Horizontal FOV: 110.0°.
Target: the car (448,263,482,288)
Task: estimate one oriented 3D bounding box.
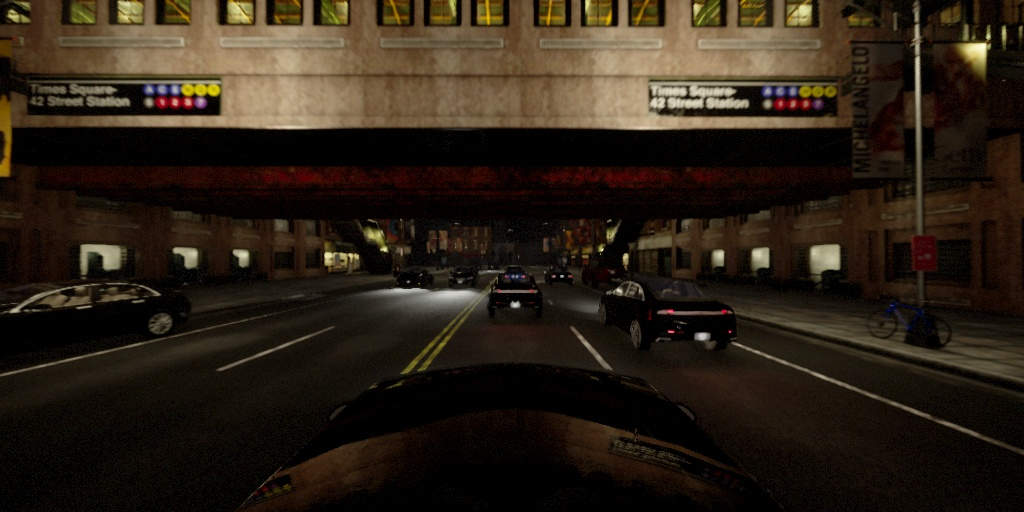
[{"bbox_3d":[-3.476,1.503,26.601,2.128,1.511,4.902,0,-1,0],"label":"car"}]

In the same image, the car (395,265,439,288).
[{"bbox_3d":[-6.979,1.571,26.149,1.994,1.385,4.181,0,-1,0],"label":"car"}]

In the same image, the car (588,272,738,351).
[{"bbox_3d":[3.596,1.321,9.175,2.128,1.511,4.902,0,-1,0],"label":"car"}]

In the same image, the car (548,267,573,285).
[{"bbox_3d":[3.724,1.586,29.180,2.033,1.411,5.357,0,-1,0],"label":"car"}]

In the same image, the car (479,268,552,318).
[{"bbox_3d":[0.130,1.366,13.721,2.128,1.511,4.902,0,-1,0],"label":"car"}]
